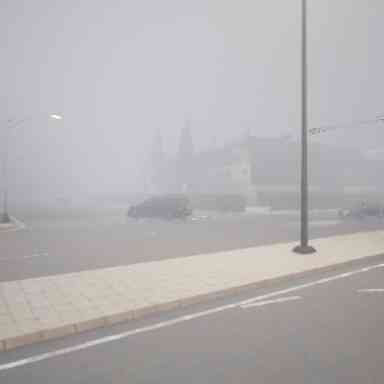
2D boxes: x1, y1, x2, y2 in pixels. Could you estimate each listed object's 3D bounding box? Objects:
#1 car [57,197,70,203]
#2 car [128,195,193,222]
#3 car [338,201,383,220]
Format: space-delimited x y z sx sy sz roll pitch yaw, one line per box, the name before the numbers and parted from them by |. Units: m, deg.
car | -28.183 1.708 72.905 1.895 1.301 4.718 0 0 -33
car | -2.598 1.326 27.001 5.566 2.045 2.150 0 4 28
car | 14.353 1.513 28.105 4.902 1.511 2.128 0 0 -34
